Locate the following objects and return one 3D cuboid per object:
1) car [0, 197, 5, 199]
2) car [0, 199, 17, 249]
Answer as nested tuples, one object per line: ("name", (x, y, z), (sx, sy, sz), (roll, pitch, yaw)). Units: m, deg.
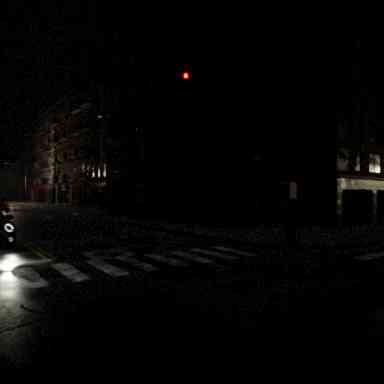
("car", (-22.750, 1.388, 38.771), (2.097, 1.767, 4.553), (1, 0, -36))
("car", (-8.686, 1.354, 13.702), (2.097, 1.767, 4.553), (1, 0, -36))
